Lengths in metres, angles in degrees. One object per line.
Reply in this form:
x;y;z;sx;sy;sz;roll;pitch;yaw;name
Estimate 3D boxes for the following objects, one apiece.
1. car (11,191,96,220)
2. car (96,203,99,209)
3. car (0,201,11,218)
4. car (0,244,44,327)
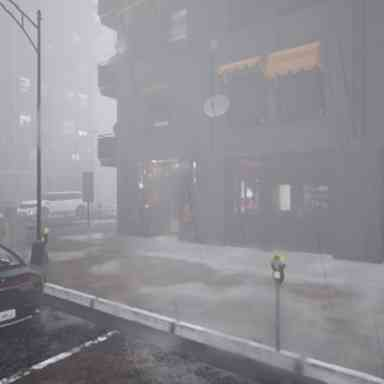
-10.717;0.989;26.247;2.150;2.045;5.566;0;1;35;car
-10.862;1.245;30.526;1.752;1.417;4.829;1;1;35;car
-13.964;1.345;26.110;2.008;1.369;4.403;1;1;35;car
-4.456;1.550;6.073;4.403;1.369;2.008;0;0;36;car
